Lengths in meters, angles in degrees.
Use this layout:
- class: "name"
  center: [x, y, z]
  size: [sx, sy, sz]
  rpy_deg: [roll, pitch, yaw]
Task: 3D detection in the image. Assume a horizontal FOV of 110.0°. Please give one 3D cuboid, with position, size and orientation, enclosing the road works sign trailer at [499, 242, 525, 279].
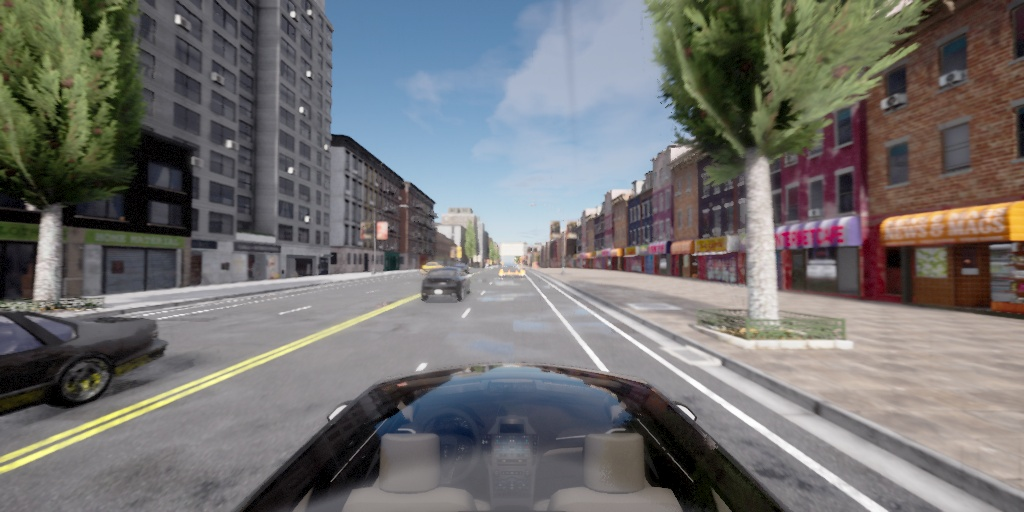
- class: "road works sign trailer"
  center: [0.000, 0.389, 34.938]
  size: [2.380, 3.560, 2.880]
  rpy_deg: [0, 0, 0]

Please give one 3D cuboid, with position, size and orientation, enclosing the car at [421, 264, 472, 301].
- class: "car"
  center: [-3.152, 1.311, 17.783]
  size: [1.837, 1.490, 4.892]
  rpy_deg: [0, 0, 0]

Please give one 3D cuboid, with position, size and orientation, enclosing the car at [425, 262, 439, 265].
- class: "car"
  center: [-9.835, 1.517, 44.286]
  size: [1.882, 1.535, 5.008]
  rpy_deg: [0, -1, 0]

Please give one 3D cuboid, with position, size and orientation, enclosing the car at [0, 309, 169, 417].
- class: "car"
  center: [-6.600, 1.299, 3.480]
  size: [2.033, 1.411, 5.357]
  rpy_deg: [0, 0, 0]
